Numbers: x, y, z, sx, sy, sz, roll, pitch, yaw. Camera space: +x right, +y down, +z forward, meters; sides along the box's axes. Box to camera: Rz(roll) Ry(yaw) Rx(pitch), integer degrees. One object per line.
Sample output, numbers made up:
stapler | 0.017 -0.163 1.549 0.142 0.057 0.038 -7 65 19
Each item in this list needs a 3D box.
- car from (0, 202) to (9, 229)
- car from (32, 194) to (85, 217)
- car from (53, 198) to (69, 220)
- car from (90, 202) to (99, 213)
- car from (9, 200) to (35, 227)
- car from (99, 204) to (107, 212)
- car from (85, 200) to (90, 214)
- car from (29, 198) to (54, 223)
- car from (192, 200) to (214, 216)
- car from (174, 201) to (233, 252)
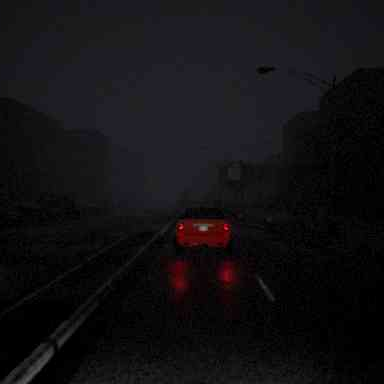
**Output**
car | -12.679 1.389 17.279 4.892 1.521 2.231 0 0 1
car | -12.482 1.183 28.303 5.566 2.045 2.435 0 0 1
car | -12.513 1.417 25.545 5.008 1.535 2.097 0 0 1
car | -12.348 1.520 33.810 4.674 1.452 2.002 0 0 1
car | -12.623 1.395 20.034 4.892 1.521 2.231 0 0 1
car | -12.104 1.505 36.564 5.366 1.575 1.946 0 -1 1
car | -12.367 1.330 31.056 4.553 1.767 2.185 0 0 1
car | -12.558 1.404 22.790 5.008 1.535 2.097 0 0 1
car | 1.075 1.588 33.530 2.033 1.411 5.357 0 -1 2
car | 0.459 1.292 13.689 2.097 1.767 4.553 0 0 2
